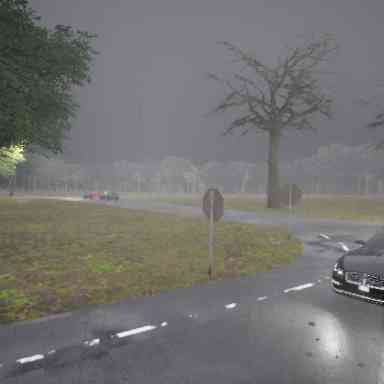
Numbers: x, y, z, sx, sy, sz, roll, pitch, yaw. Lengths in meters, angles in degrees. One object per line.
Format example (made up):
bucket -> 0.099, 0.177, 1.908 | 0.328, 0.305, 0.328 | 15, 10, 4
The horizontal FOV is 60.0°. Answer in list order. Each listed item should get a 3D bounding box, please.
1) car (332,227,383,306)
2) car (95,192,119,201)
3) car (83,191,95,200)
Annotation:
car -> 5.124, 1.484, 7.509 | 4.892, 1.490, 1.837 | -1, 1, -35
car -> -13.364, 0.670, 53.573 | 2.128, 1.511, 4.902 | 2, -1, -35
car -> -18.127, 0.622, 60.129 | 1.882, 1.535, 5.008 | 2, -1, -36
